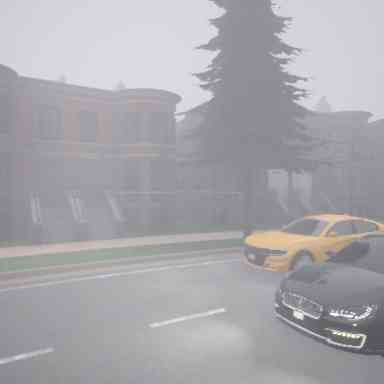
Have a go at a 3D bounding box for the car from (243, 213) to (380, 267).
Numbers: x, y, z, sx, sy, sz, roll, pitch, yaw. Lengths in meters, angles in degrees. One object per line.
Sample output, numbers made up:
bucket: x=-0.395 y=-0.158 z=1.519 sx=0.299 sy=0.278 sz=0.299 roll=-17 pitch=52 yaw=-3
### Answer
car: x=3.850 y=1.407 z=9.621 sx=5.008 sy=1.535 sz=1.882 roll=0 pitch=0 yaw=-23

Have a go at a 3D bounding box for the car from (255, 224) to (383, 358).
car: x=3.676 y=1.465 z=5.698 sx=4.892 sy=1.490 sz=1.837 roll=0 pitch=0 yaw=-26
